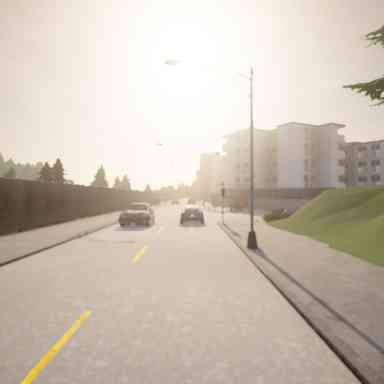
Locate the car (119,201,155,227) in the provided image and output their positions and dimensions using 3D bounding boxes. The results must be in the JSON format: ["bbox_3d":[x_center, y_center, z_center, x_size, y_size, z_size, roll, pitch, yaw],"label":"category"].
[{"bbox_3d":[-4.018,1.620,24.971,2.097,1.767,4.553,0,0,0],"label":"car"}]

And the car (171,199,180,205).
[{"bbox_3d":[-4.006,2.423,81.620,1.994,1.385,4.181,0,-1,0],"label":"car"}]

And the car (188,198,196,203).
[{"bbox_3d":[-0.006,2.224,82.382,2.097,1.767,4.553,0,-1,0],"label":"car"}]

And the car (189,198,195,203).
[{"bbox_3d":[-0.006,2.404,94.079,1.837,1.490,4.892,0,-1,0],"label":"car"}]

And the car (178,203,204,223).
[{"bbox_3d":[0.020,1.870,28.423,1.994,1.385,4.181,0,-1,1],"label":"car"}]
